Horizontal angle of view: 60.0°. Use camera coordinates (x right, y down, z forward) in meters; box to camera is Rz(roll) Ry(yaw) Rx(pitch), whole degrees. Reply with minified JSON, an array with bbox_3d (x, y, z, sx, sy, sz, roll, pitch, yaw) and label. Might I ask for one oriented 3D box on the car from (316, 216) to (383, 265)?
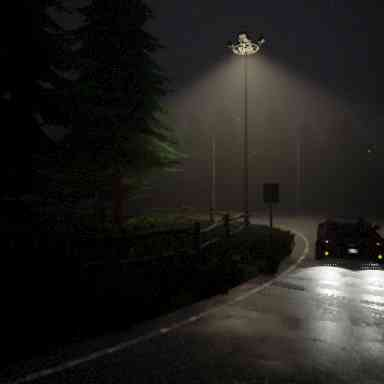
[{"bbox_3d":[5.457,1.546,11.664,1.994,1.385,4.181,0,0,21],"label":"car"}]
